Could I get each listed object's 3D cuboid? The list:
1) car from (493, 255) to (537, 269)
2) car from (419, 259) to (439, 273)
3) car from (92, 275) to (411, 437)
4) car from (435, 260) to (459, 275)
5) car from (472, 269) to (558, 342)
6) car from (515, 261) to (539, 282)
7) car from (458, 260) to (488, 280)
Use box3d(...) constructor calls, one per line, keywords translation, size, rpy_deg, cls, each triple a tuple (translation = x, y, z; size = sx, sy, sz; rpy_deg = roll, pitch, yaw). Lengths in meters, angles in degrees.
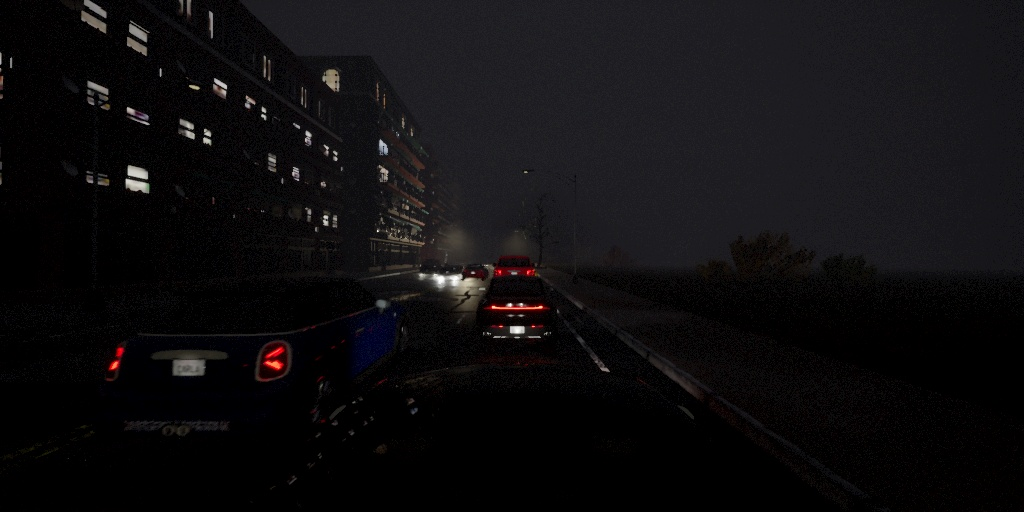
box3d(translation=(0.112, 0.975, 20.074), size=(2.150, 2.045, 5.566), rpy_deg=(0, 0, 0), cls="car")
box3d(translation=(-9.821, 1.106, 43.702), size=(2.097, 1.767, 4.553), rpy_deg=(0, 0, 0), cls="car")
box3d(translation=(-3.148, 1.103, 5.620), size=(2.097, 1.767, 4.553), rpy_deg=(0, 0, 0), cls="car")
box3d(translation=(-6.576, 1.355, 38.599), size=(1.895, 1.301, 4.718), rpy_deg=(0, 0, 0), cls="car")
box3d(translation=(0.107, 1.256, 9.727), size=(1.837, 1.490, 4.892), rpy_deg=(0, 0, 0), cls="car")
box3d(translation=(1.157, 1.209, 30.482), size=(1.801, 1.575, 5.366), rpy_deg=(0, 0, 0), cls="car")
box3d(translation=(-3.132, 1.318, 30.873), size=(1.994, 1.385, 4.181), rpy_deg=(0, 0, 0), cls="car")
